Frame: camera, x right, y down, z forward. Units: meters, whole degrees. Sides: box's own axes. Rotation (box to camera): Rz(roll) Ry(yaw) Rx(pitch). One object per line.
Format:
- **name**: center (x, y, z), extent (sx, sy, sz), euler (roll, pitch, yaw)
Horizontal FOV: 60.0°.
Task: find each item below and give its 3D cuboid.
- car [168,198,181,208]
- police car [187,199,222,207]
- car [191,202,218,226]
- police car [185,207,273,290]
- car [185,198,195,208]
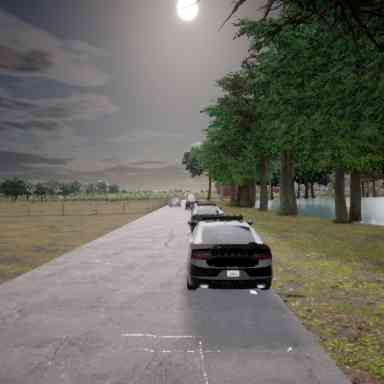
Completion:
- **car**: center (-2.727, 1.691, 53.405), extent (2.128, 1.511, 4.902), euler (0, 0, 0)
- **police car**: center (0.833, 1.458, 19.253), extent (1.930, 1.638, 5.238), euler (0, 0, 0)
- **car**: center (0.835, 1.557, 25.143), extent (1.837, 1.490, 4.892), euler (0, 0, 0)
- **police car**: center (0.829, 1.435, 9.252), extent (1.930, 1.638, 5.238), euler (0, 0, 0)
- **car**: center (0.046, 1.638, 47.683), extent (1.882, 1.535, 5.008), euler (0, 0, 1)
